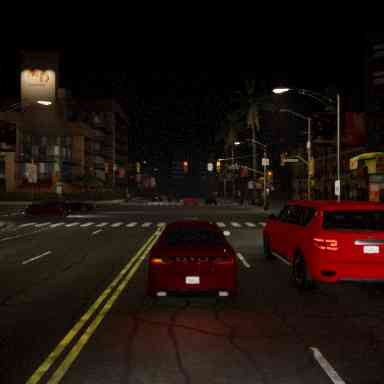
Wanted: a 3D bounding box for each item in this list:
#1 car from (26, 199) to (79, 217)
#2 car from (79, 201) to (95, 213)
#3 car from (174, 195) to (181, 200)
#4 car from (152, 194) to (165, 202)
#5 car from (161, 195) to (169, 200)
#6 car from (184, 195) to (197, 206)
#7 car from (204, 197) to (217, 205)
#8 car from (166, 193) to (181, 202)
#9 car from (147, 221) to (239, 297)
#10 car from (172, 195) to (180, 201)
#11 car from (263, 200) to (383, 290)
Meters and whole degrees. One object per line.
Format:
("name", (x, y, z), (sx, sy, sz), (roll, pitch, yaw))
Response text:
("car", (-13.402, 1.564, 31.412), (4.181, 1.385, 1.994), (0, 0, 9))
("car", (-13.064, 1.491, 35.989), (4.902, 1.511, 2.128), (0, 0, -5))
("car", (-4.129, 1.551, 94.586), (1.994, 1.385, 4.181), (0, 0, 0))
("car", (-7.472, 1.552, 72.205), (1.994, 1.385, 4.181), (0, 0, 0))
("car", (-7.619, 1.500, 93.967), (1.837, 1.490, 4.892), (0, 0, 0))
("car", (-0.269, 1.352, 56.859), (2.097, 1.767, 4.553), (0, 0, 0))
("car", (3.221, 1.525, 58.348), (1.812, 1.442, 4.674), (0, 0, 0))
("car", (-3.977, 1.225, 72.984), (2.150, 2.045, 5.566), (0, 0, 0))
("car", (0.014, 1.478, 8.621), (1.882, 1.535, 5.008), (0, 0, 0))
("car", (-4.042, 1.524, 82.700), (1.812, 1.442, 4.674), (0, 0, 0))
("car", (3.511, 1.221, 9.197), (2.150, 2.045, 5.566), (0, 0, 0))
